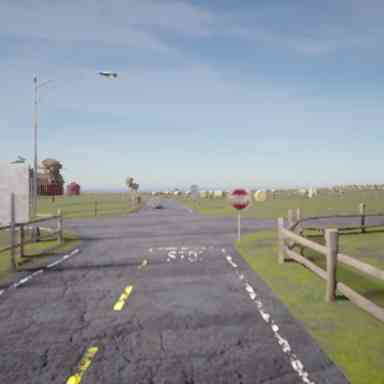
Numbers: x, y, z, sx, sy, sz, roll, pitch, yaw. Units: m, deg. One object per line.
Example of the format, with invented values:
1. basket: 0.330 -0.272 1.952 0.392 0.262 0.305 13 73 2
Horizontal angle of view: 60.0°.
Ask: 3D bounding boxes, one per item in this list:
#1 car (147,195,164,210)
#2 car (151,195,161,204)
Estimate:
1. car: -4.562 1.426 41.496 1.812 1.442 4.674 0 1 -5
2. car: -6.614 1.345 60.711 1.812 1.442 4.674 0 0 -7
